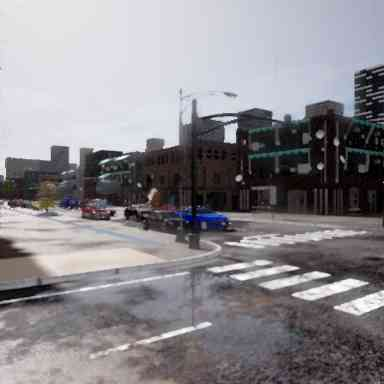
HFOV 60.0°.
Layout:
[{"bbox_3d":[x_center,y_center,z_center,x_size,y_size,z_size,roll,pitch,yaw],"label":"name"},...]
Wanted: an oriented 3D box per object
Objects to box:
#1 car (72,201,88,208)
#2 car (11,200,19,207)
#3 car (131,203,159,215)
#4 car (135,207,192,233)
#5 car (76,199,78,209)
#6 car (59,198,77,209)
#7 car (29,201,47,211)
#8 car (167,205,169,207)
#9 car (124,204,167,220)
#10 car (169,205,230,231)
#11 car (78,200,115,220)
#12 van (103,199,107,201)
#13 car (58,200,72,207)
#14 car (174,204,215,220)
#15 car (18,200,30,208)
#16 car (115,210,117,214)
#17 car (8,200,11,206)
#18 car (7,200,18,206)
[{"bbox_3d":[-22.256,2.450,66.023,1.887,1.381,4.507,-1,0,-35],"label":"car"},{"bbox_3d":[-38.709,2.512,74.700,1.967,1.590,4.097,-1,0,-35],"label":"car"},{"bbox_3d":[-6.219,2.186,43.466,1.802,1.307,4.206,-1,0,-35],"label":"car"},{"bbox_3d":[-1.901,1.941,22.718,1.947,1.339,4.313,-1,0,-35],"label":"car"},{"bbox_3d":[-19.053,2.161,61.513,2.192,1.841,5.009,-1,0,-35],"label":"car"},{"bbox_3d":[-23.105,2.103,62.760,2.150,2.045,5.566,0,0,-35],"label":"car"},{"bbox_3d":[-25.781,2.363,56.516,1.752,1.417,4.829,-1,0,-35],"label":"car"},{"bbox_3d":[-3.013,2.124,38.956,1.802,1.307,4.206,-1,0,-35],"label":"car"},{"bbox_3d":[-4.772,1.970,31.452,2.128,1.511,4.902,0,-1,-35],"label":"car"},{"bbox_3d":[0.627,1.849,23.855,1.882,1.535,5.008,0,-1,-36],"label":"car"},{"bbox_3d":[-9.845,1.975,34.099,1.967,1.590,4.097,-1,0,-35],"label":"car"},{"bbox_3d":[-15.845,2.128,57.001,1.690,1.788,3.998,-1,0,-35],"label":"van"},{"bbox_3d":[-28.671,2.587,75.046,1.947,1.339,4.313,-1,0,-35],"label":"car"},{"bbox_3d":[0.194,2.029,34.444,2.008,1.369,4.403,-1,0,-35],"label":"car"},{"bbox_3d":[-32.294,2.507,65.678,2.008,1.369,4.403,-1,0,-35],"label":"car"},{"bbox_3d":[-10.902,2.147,40.086,2.033,1.411,5.357,0,-1,-35],"label":"car"},{"bbox_3d":[-41.915,2.680,79.212,2.008,1.369,4.403,-1,0,-35],"label":"car"},{"bbox_3d":[-45.122,2.730,83.722,1.887,1.381,4.507,-1,0,-35],"label":"car"}]
